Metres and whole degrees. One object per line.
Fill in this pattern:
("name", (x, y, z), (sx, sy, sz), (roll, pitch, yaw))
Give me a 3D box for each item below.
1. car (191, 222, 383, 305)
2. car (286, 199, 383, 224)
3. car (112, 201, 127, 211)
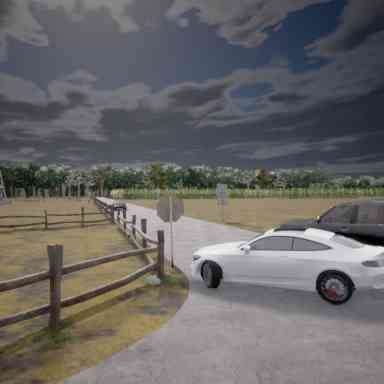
("car", (2.202, 1.614, 8.189), (4.674, 1.442, 1.812), (-2, 0, 29))
("car", (5.108, 1.230, 9.829), (2.150, 2.045, 5.566), (-2, 0, -40))
("car", (-10.869, 1.984, 49.470), (2.033, 1.411, 5.357), (-2, 0, -18))
